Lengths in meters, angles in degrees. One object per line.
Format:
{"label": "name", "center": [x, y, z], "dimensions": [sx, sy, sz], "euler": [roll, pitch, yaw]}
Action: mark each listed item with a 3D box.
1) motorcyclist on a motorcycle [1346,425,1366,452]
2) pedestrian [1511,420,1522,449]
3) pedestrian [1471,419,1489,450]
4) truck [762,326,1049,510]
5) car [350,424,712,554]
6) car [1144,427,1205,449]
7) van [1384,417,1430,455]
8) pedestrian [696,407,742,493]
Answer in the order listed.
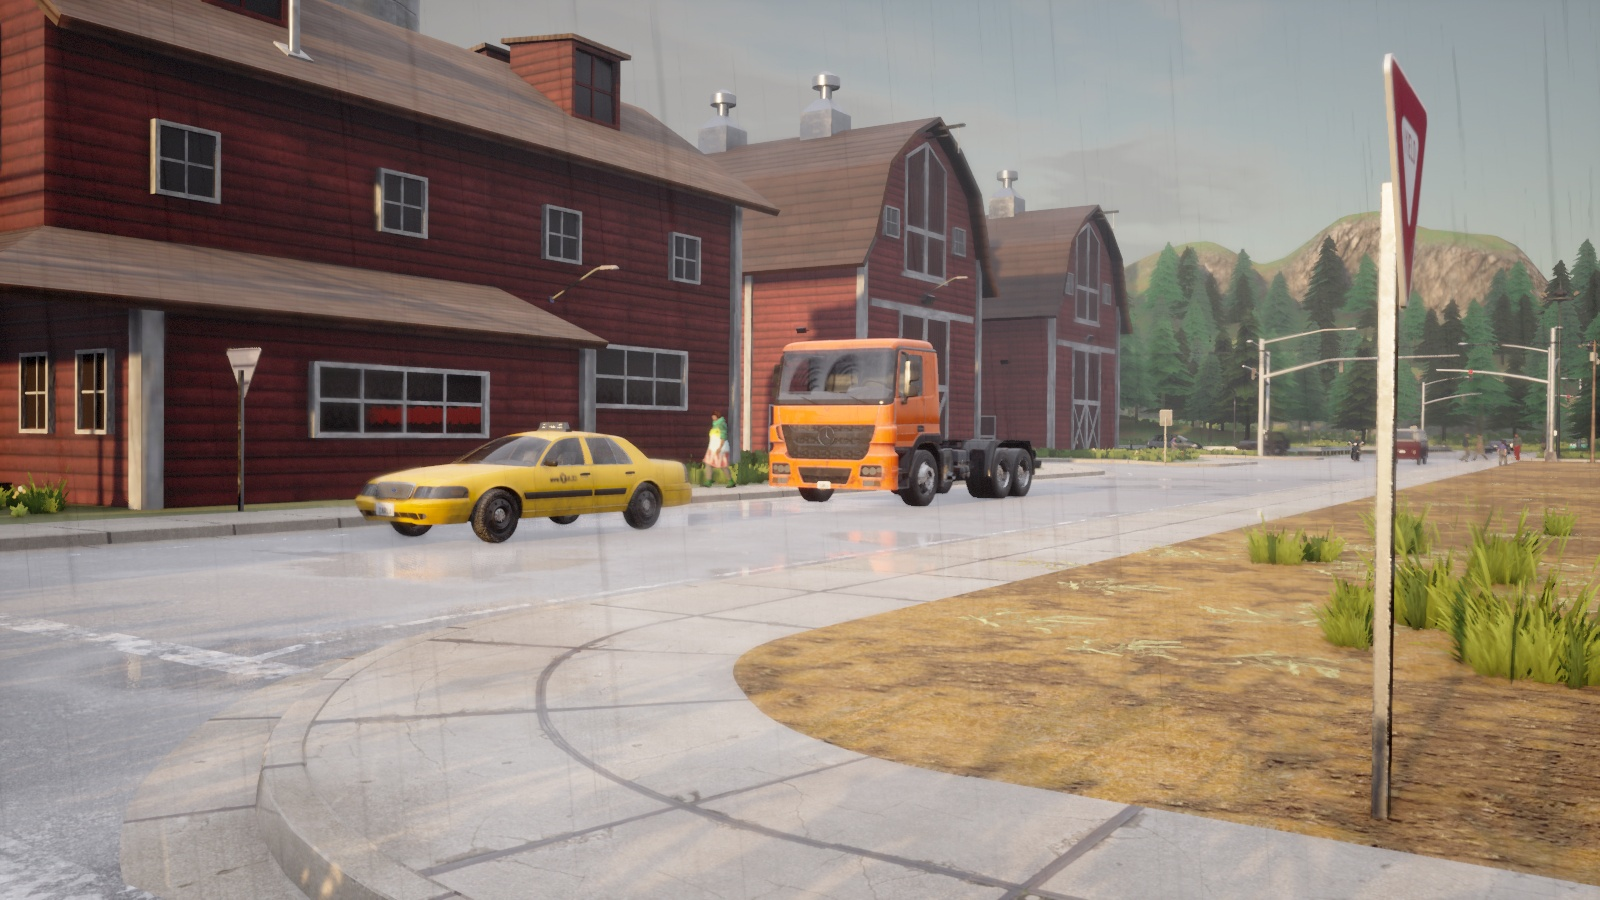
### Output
{"label": "motorcyclist on a motorcycle", "center": [33.631, -0.683, 75.953], "dimensions": [0.866, 1.590, 1.817], "euler": [0, 1, 33]}
{"label": "pedestrian", "center": [45.214, -0.984, 79.231], "dimensions": [0.614, 1.847, 0.353], "euler": [-1, 1, -30]}
{"label": "pedestrian", "center": [42.743, -0.958, 78.927], "dimensions": [0.873, 1.952, 0.659], "euler": [0, 1, 16]}
{"label": "truck", "center": [2.619, -0.682, 27.704], "dimensions": [2.891, 3.462, 7.936], "euler": [0, 1, 33]}
{"label": "car", "center": [-3.601, 0.430, 18.027], "dimensions": [1.801, 1.575, 5.366], "euler": [0, 1, 33]}
{"label": "car", "center": [27.907, -0.900, 93.524], "dimensions": [3.988, 1.617, 1.851], "euler": [0, 1, 34]}
{"label": "van", "center": [33.529, -0.796, 69.319], "dimensions": [1.775, 1.987, 4.442], "euler": [0, 1, 33]}
{"label": "pedestrian", "center": [-1.881, -0.014, 29.109], "dimensions": [0.873, 1.952, 0.659], "euler": [-1, 1, -25]}
